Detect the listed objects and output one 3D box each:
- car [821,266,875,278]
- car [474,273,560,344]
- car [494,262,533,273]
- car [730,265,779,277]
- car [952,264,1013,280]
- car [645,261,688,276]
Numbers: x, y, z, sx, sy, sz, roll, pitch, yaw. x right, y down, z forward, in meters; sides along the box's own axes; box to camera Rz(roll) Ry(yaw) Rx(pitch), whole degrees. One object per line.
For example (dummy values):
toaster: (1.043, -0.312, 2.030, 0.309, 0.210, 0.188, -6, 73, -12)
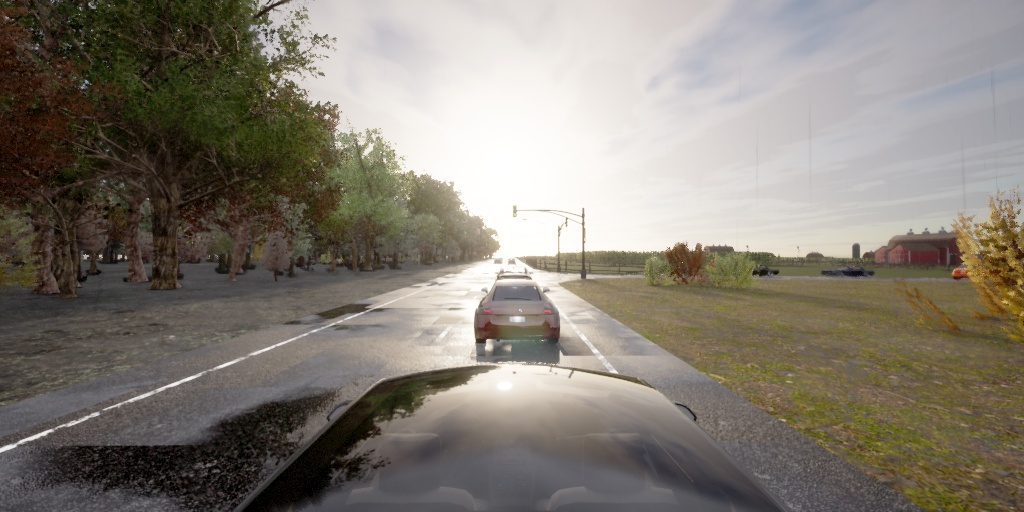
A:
car: (38.096, 1.824, 40.797, 4.718, 1.301, 1.895, 1, -1, 0)
car: (0.101, 1.316, 9.633, 1.994, 1.385, 4.181, 0, 0, 0)
car: (0.096, 1.246, 18.638, 2.128, 1.511, 4.902, 0, 0, 0)
car: (27.482, 1.708, 40.847, 4.718, 1.301, 1.895, 1, -1, 0)
car: (48.894, 1.633, 37.163, 4.553, 1.767, 2.097, 1, -1, 0)
car: (17.552, 1.351, 40.932, 4.553, 1.767, 2.097, 1, -1, 1)
